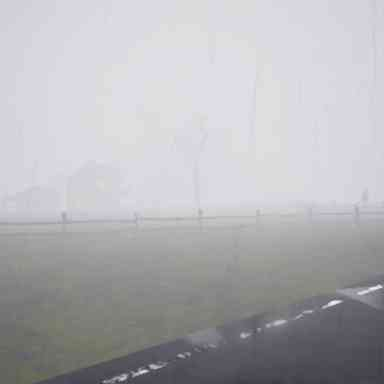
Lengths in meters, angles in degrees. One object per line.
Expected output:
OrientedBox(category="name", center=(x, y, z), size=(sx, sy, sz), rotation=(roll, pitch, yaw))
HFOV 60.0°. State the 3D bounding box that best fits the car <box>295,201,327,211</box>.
OrientedBox(category="car", center=(17.224, 1.994, 48.388), size=(2.033, 1.411, 5.357), rotation=(1, -1, -16))
